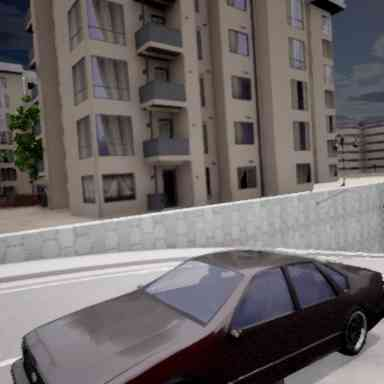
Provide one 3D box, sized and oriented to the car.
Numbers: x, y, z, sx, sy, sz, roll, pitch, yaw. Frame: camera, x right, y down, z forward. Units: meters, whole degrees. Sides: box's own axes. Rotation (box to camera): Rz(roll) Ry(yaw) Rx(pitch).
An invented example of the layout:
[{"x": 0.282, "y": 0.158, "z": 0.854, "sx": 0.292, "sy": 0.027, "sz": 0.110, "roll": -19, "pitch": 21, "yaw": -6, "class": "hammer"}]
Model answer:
[{"x": 0.670, "y": 1.562, "z": 4.500, "sx": 5.357, "sy": 1.411, "sz": 2.033, "roll": 0, "pitch": 0, "yaw": -36, "class": "car"}]
